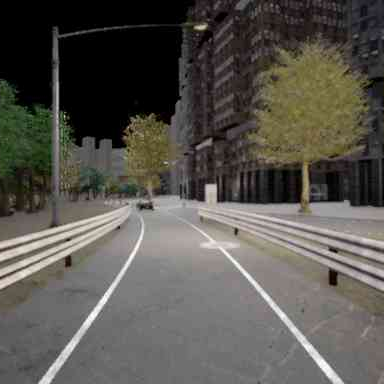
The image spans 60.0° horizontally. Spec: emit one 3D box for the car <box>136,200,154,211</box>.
[{"bbox_3d":[-6.595,1.839,46.387,1.882,1.535,5.008,0,0,-16],"label":"car"}]
